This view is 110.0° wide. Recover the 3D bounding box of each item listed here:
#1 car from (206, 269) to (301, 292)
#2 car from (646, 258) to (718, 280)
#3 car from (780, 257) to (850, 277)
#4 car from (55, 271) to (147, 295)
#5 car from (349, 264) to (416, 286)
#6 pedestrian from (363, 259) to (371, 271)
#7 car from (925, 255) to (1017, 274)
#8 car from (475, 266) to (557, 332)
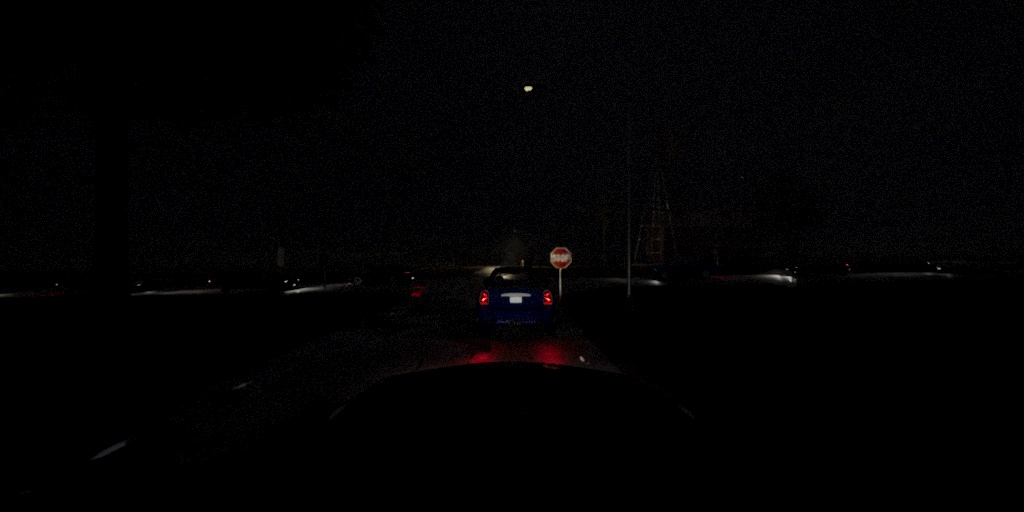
[{"bbox_3d":[-17.296,1.606,24.113,5.357,1.411,2.033,-1,1,0],"label":"car"},{"bbox_3d":[12.649,0.907,26.898,5.008,1.535,1.882,-1,1,0],"label":"car"},{"bbox_3d":[22.602,0.794,26.851,4.181,1.385,1.994,-1,1,0],"label":"car"},{"bbox_3d":[-27.588,1.739,24.166,4.902,1.511,2.128,-1,1,0],"label":"car"},{"bbox_3d":[-9.564,1.377,26.452,4.892,1.490,1.837,-1,-1,12],"label":"car"},{"bbox_3d":[-12.157,1.170,30.053,0.375,1.860,0.375,0,2,0],"label":"pedestrian"},{"bbox_3d":[34.136,0.595,26.785,4.718,1.301,1.895,-1,1,0],"label":"car"},{"bbox_3d":[0.100,1.090,10.912,2.097,1.767,4.553,0,0,0],"label":"car"}]
